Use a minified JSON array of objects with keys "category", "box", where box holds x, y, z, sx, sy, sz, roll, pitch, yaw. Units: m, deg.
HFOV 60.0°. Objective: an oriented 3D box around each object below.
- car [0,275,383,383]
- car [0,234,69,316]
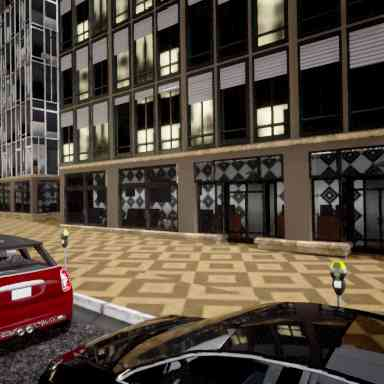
[{"category":"car","box":[0.652,1.566,2.447,4.313,1.339,1.947,0,-1,36]},{"category":"car","box":[-3.924,1.441,5.826,4.097,1.590,1.967,0,-1,37]}]
